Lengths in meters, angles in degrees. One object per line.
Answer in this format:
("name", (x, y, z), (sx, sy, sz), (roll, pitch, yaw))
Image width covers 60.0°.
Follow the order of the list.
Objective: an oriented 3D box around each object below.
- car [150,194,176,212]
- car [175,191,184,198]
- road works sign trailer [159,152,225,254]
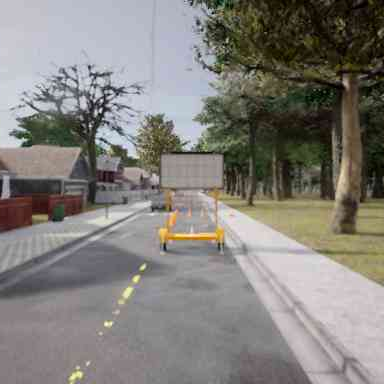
("car", (-2.839, 1.065, 31.786), (1.837, 1.490, 4.892), (0, 1, 0))
("car", (-2.736, 0.500, 73.290), (1.812, 1.442, 4.674), (0, 1, 0))
("road works sign trailer", (0.002, 0.286, 12.586), (2.380, 3.560, 2.880), (0, 1, 0))
